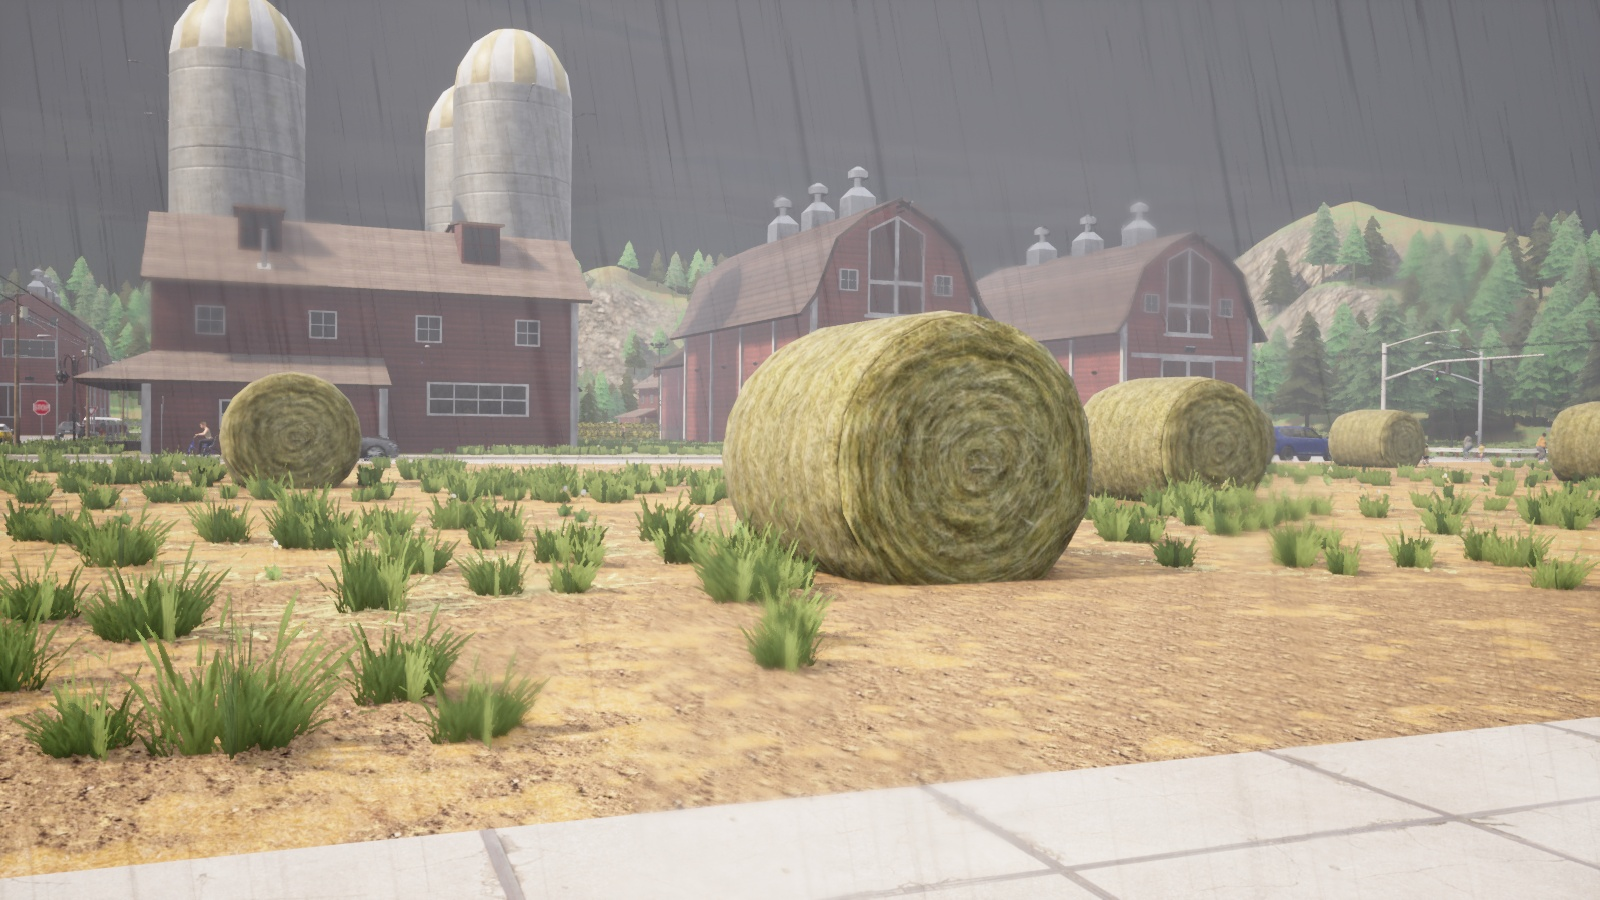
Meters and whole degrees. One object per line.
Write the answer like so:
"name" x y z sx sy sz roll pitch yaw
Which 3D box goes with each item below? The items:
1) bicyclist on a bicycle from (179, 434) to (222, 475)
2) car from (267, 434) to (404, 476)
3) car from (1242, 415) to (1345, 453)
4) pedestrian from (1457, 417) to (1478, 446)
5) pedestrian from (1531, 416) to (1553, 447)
"bicyclist on a bicycle" -24.102 0.181 50.524 1.509 1.612 0.866 -1 1 -25
"car" -18.262 0.157 49.361 4.902 1.511 2.128 -1 1 -25
"car" 27.739 -0.922 70.534 5.566 2.045 2.150 -1 1 -25
"pedestrian" 44.223 -1.223 83.176 0.874 1.855 0.900 -1 1 -28
"pedestrian" 44.861 -1.137 75.890 0.874 1.855 0.900 -1 1 -41
